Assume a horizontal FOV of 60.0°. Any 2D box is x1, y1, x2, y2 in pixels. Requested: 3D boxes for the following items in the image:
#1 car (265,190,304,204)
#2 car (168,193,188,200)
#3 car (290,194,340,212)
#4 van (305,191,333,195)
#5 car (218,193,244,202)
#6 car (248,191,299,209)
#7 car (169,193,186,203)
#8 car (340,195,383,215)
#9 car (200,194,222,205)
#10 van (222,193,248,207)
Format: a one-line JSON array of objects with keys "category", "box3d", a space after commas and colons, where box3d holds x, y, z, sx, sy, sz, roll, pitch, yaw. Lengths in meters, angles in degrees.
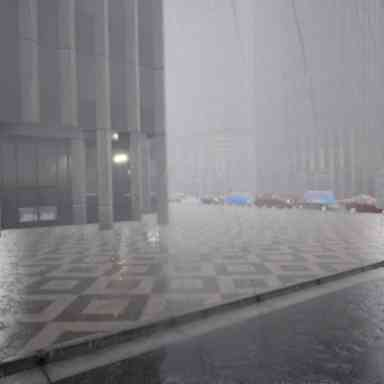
[{"category": "car", "box3d": [13.086, 0.726, 47.449, 2.192, 1.841, 5.009, -2, 1, -35]}, {"category": "car", "box3d": [-2.940, 0.858, 69.950, 2.008, 1.369, 4.403, -2, 1, -35]}, {"category": "car", "box3d": [12.553, 1.234, 33.516, 2.008, 1.369, 4.403, -2, 1, -35]}, {"category": "van", "box3d": [16.292, 0.773, 42.949, 1.690, 1.788, 3.998, -2, 1, -35]}, {"category": "car", "box3d": [6.579, 0.894, 56.589, 1.752, 1.417, 4.829, -2, 1, -35]}, {"category": "car", "box3d": [9.341, 0.977, 38.011, 2.192, 1.841, 5.009, -2, 1, -35]}, {"category": "car", "box3d": [-3.487, 1.129, 56.009, 2.008, 1.369, 4.403, -2, 1, -35]}, {"category": "car", "box3d": [15.761, 1.251, 29.017, 1.887, 1.381, 4.507, -2, 1, -35]}, {"category": "car", "box3d": [2.927, 1.060, 47.010, 1.967, 1.590, 4.097, -2, 1, -35]}, {"category": "van", "box3d": [6.133, 0.982, 42.510, 1.690, 1.788, 3.998, -2, 1, -35]}]
